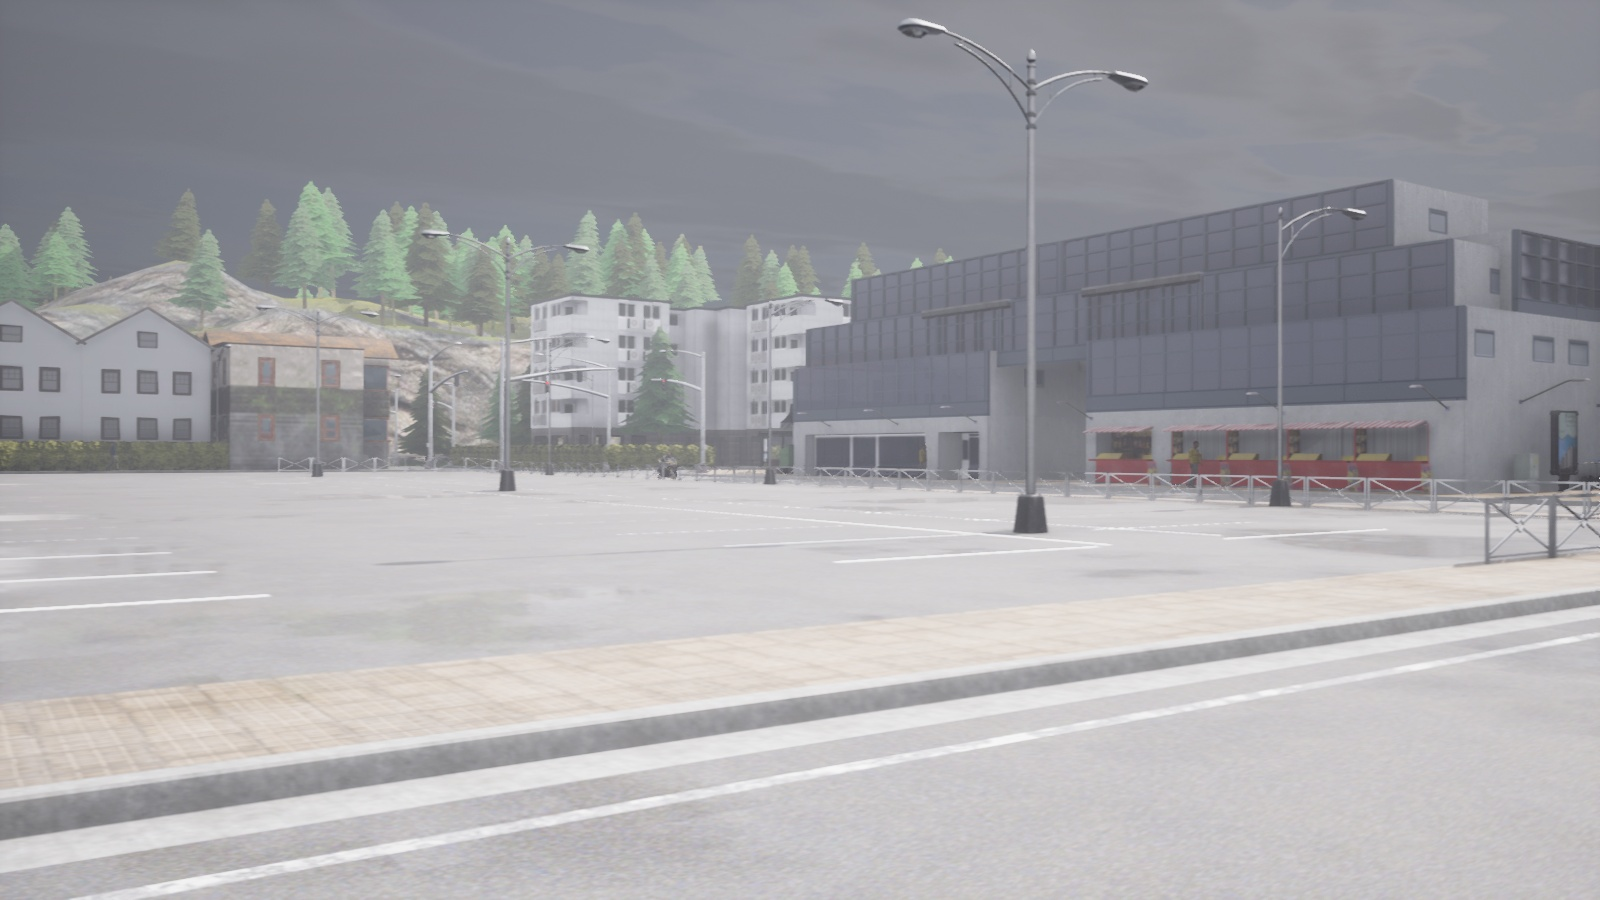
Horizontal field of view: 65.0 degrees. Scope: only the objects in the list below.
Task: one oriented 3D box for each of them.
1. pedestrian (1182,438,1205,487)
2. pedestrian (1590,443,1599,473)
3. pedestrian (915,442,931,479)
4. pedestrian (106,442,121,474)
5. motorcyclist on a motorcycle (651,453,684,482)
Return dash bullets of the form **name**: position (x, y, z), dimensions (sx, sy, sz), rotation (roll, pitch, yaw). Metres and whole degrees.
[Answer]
- **pedestrian**: position (15.008, 0.476, 47.899), dimensions (0.431, 1.840, 0.709), rotation (0, 0, -37)
- **pedestrian**: position (49.494, 0.477, 77.998), dimensions (0.345, 1.836, 0.594), rotation (0, 0, -36)
- **pedestrian**: position (6.199, 0.533, 63.449), dimensions (0.431, 1.840, 0.709), rotation (0, 0, -38)
- **pedestrian**: position (-40.226, 0.476, 73.576), dimensions (0.726, 1.842, 0.402), rotation (0, 0, -34)
- **motorcyclist on a motorcycle**: position (-7.239, 0.948, 68.566), dimensions (0.866, 1.530, 2.191), rotation (0, 0, -34)
